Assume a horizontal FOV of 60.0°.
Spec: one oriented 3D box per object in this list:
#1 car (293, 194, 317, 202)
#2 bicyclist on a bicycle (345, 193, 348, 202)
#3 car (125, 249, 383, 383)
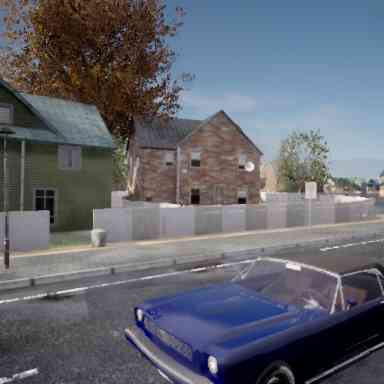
[{"bbox_3d":[14.411,1.081,42.061,1.837,1.490,4.892,1,1,-20],"label":"car"},{"bbox_3d":[20.170,1.009,43.372,1.656,1.620,0.582,1,0,-20],"label":"bicyclist on a bicycle"},{"bbox_3d":[1.528,1.600,4.729,4.718,1.301,1.895,0,0,-35],"label":"car"}]
